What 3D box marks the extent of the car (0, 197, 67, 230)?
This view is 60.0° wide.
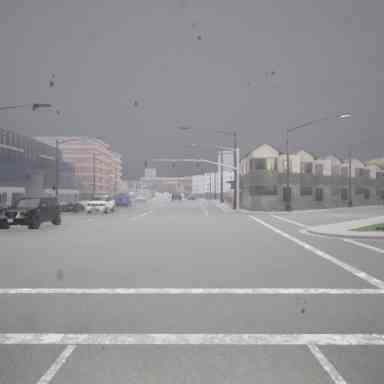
[{"bbox_3d":[-10.620,1.348,22.193,2.150,2.045,5.566,0,0,0],"label":"car"}]

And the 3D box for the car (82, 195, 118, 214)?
[{"bbox_3d":[-10.653,1.436,39.086,2.150,2.045,5.566,0,-1,0],"label":"car"}]

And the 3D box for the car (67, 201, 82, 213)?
[{"bbox_3d":[-14.136,1.783,39.200,1.994,1.385,4.181,0,0,0],"label":"car"}]

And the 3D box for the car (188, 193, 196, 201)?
[{"bbox_3d":[-0.071,1.420,77.825,1.895,1.301,4.718,0,-1,0],"label":"car"}]

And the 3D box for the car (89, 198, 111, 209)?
[{"bbox_3d":[-14.136,1.686,51.408,2.033,1.411,5.357,0,1,0],"label":"car"}]

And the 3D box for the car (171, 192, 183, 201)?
[{"bbox_3d":[-3.570,1.050,77.111,2.150,2.045,5.566,0,0,0],"label":"car"}]

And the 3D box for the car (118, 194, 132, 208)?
[{"bbox_3d":[-10.641,1.612,51.860,1.882,1.535,5.008,0,1,0],"label":"car"}]

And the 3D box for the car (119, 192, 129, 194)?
[{"bbox_3d":[-14.062,1.082,67.990,2.150,2.045,5.566,0,1,0],"label":"car"}]

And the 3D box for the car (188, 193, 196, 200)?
[{"bbox_3d":[-0.081,1.138,87.785,2.097,1.767,4.553,0,-2,0],"label":"car"}]

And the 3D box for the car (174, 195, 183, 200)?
[{"bbox_3d":[-3.581,1.478,87.804,2.128,1.511,4.902,0,-2,0],"label":"car"}]

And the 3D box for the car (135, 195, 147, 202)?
[{"bbox_3d":[-10.563,1.380,68.578,1.812,1.442,4.674,0,1,0],"label":"car"}]
